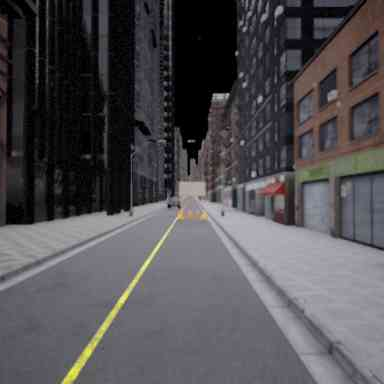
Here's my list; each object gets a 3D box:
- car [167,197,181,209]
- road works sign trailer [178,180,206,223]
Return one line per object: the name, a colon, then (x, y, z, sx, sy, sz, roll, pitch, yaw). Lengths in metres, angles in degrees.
car: (-3.039, 1.880, 57.959, 2.150, 2.045, 5.566, 0, 0, 1)
road works sign trailer: (0.004, 0.784, 28.351, 2.380, 3.560, 2.880, 0, -1, 0)
